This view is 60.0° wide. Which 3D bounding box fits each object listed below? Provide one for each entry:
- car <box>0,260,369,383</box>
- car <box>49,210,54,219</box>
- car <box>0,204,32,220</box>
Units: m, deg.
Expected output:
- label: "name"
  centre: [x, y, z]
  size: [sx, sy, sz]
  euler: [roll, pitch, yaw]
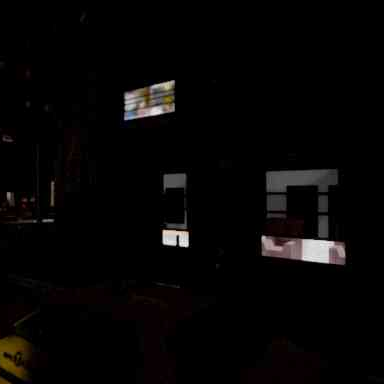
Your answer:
- label: "car"
  centre: [-0.825, 1.521, 3.444]
  size: [4.829, 1.417, 1.752]
  euler: [0, 0, 35]
- label: "car"
  centre: [-11.567, 1.921, 32.127]
  size: [1.994, 1.385, 4.181]
  euler: [0, -1, 35]
- label: "car"
  centre: [-16.721, 1.788, 29.250]
  size: [1.752, 1.417, 4.829]
  euler: [-1, -2, 35]
